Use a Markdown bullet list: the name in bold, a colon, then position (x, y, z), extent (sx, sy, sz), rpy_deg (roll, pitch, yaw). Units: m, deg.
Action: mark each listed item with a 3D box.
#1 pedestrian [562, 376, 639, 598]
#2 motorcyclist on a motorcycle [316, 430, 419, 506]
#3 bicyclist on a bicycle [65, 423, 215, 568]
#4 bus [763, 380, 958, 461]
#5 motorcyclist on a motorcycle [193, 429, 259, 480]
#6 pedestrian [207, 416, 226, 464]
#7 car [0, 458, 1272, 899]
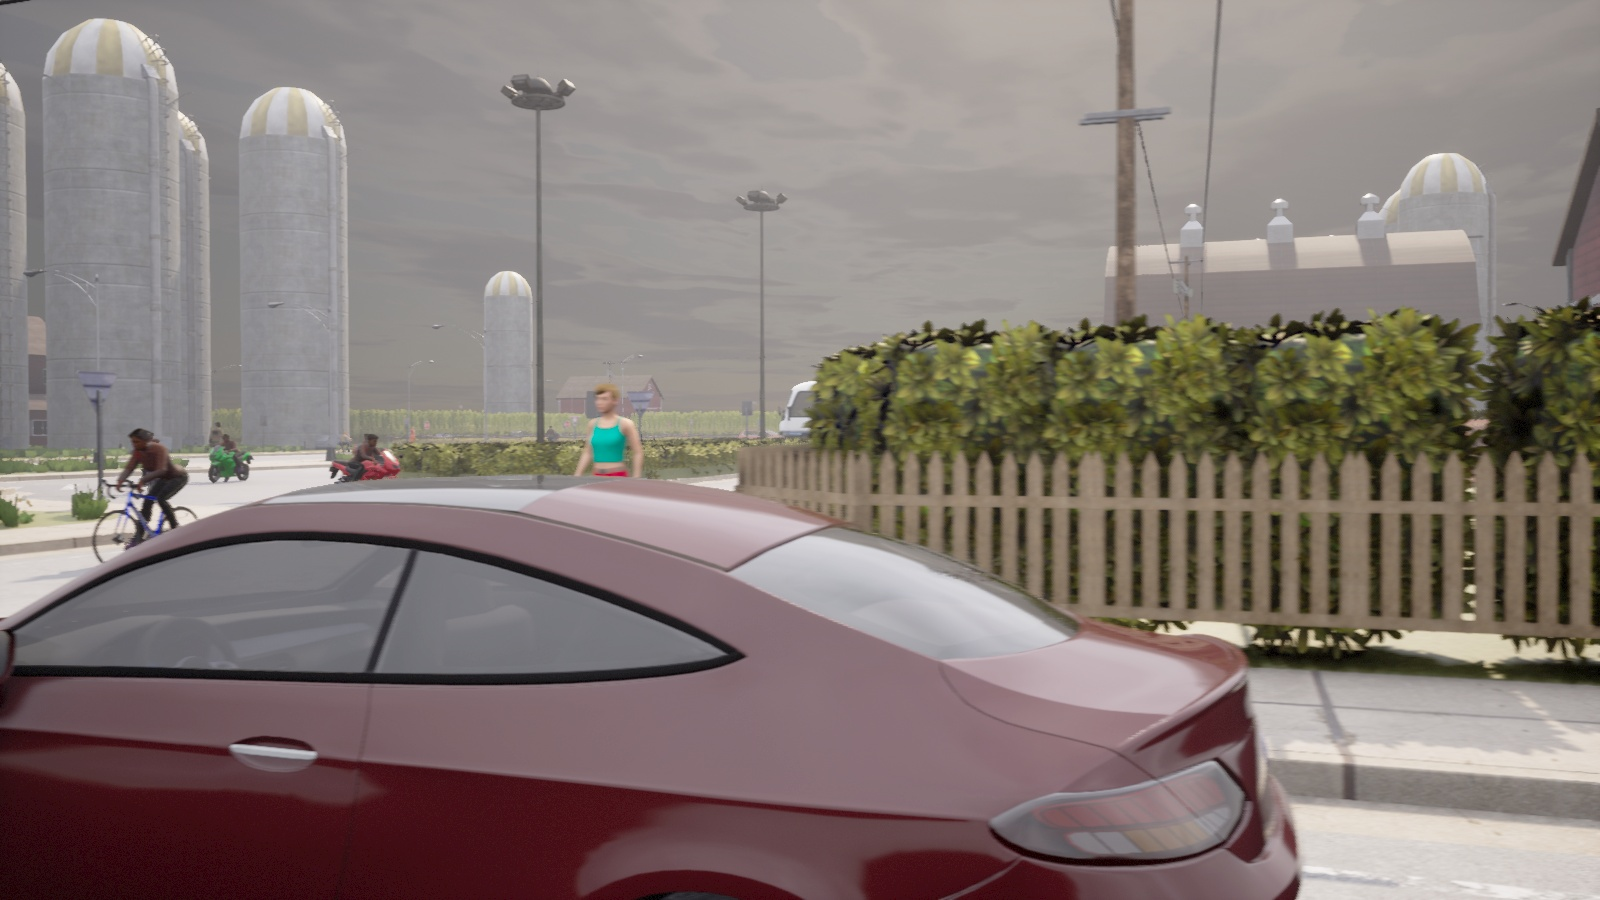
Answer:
- **pedestrian**: position (-1.700, 0.303, 10.740), extent (0.345, 1.836, 0.594), rpy_deg (1, 1, 31)
- **motorcyclist on a motorcycle**: position (-9.046, 0.354, 26.280), extent (2.044, 1.523, 0.797), rpy_deg (1, 2, 25)
- **bicyclist on a bicycle**: position (-7.810, 0.510, 14.935), extent (0.582, 1.620, 1.656), rpy_deg (1, 0, 17)
- **bus**: position (3.280, -1.633, 68.429), extent (10.273, 4.253, 3.944), rpy_deg (0, 2, 2)
- **motorcyclist on a motorcycle**: position (-17.747, 0.119, 38.876), extent (0.797, 1.523, 2.044), rpy_deg (0, 1, 11)
- **pedestrian**: position (-23.613, -0.421, 50.816), extent (0.396, 1.930, 0.692), rpy_deg (0, 1, 10)
- **car**: position (-1.186, 0.790, 3.593), extent (4.674, 1.442, 1.812), rpy_deg (1, 1, 19)
